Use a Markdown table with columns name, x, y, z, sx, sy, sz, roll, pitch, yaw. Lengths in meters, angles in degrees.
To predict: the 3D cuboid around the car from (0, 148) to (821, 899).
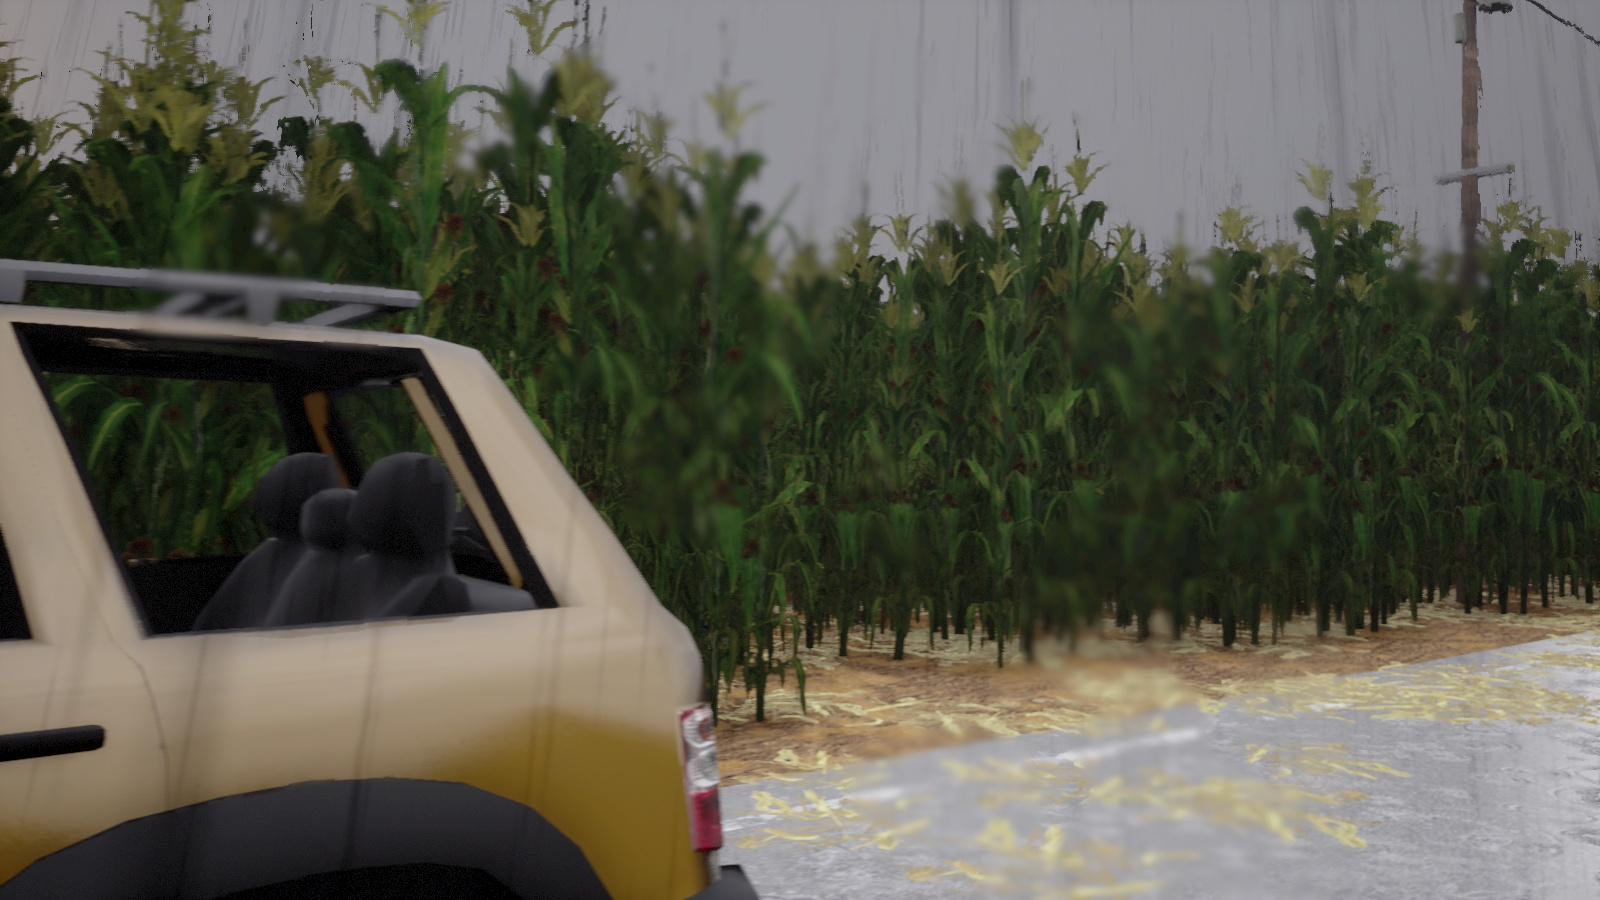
| name | x | y | z | sx | sy | sz | roll | pitch | yaw |
| --- | --- | --- | --- | --- | --- | --- | --- | --- | --- |
| car | -2.399 | 0.568 | 1.653 | 4.605 | 1.855 | 1.932 | 0 | 0 | -35 |
